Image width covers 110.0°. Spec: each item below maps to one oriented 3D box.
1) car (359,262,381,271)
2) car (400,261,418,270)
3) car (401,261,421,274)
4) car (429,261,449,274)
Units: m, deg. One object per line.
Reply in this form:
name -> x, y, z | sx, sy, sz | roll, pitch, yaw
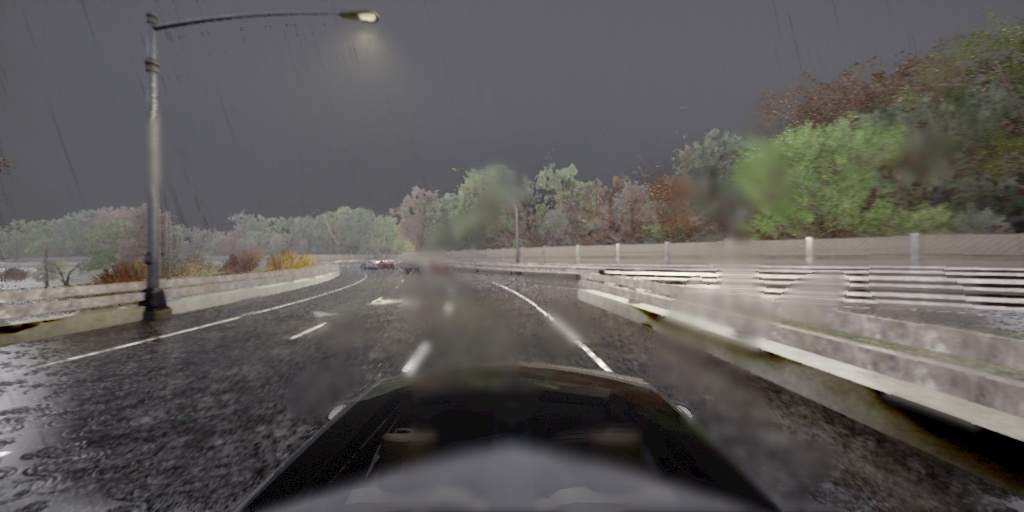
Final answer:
car -> -23.524, 1.650, 58.498 | 2.033, 1.411, 5.357 | 0, 0, -33
car -> -18.037, 1.643, 62.628 | 1.994, 1.385, 4.181 | 0, 0, -32
car -> -12.548, 1.486, 44.737 | 1.837, 1.490, 4.892 | 0, 0, -24
car -> -9.541, 1.444, 46.567 | 1.882, 1.535, 5.008 | 0, 0, -24
